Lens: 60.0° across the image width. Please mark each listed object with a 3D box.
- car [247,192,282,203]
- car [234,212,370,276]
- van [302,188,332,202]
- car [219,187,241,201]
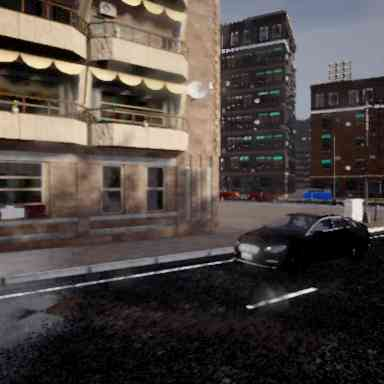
[{"bbox_3d":[8.987,0.670,41.232,4.206,1.307,1.802,1,0,24],"label":"car"},{"bbox_3d":[3.430,1.386,10.024,4.902,1.511,2.128,0,1,-35],"label":"car"},{"bbox_3d":[17.612,0.411,46.597,3.998,1.788,1.690,1,0,24],"label":"van"},{"bbox_3d":[3.836,0.279,43.495,5.009,1.841,2.192,1,0,24],"label":"car"}]
